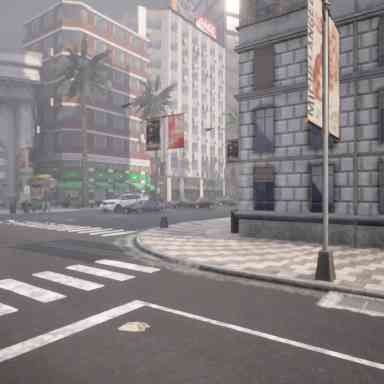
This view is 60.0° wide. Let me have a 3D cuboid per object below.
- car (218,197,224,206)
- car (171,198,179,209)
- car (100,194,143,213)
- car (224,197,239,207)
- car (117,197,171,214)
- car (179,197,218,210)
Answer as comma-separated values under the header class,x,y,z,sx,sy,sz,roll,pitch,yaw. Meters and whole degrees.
class,x,y,z,sx,sy,sz,roll,pitch,yaw
car,4.881,1.491,53.605,4.902,1.511,2.128,0,0,-44
car,-1.771,1.526,45.847,1.812,1.442,4.674,0,0,37
car,-7.771,1.221,37.844,2.150,2.045,5.566,0,0,36
car,7.438,1.564,51.225,4.181,1.385,1.994,0,0,-43
car,-5.056,1.547,35.651,2.033,1.411,5.357,0,0,36
car,0.907,1.477,43.629,1.882,1.535,5.008,0,0,38
